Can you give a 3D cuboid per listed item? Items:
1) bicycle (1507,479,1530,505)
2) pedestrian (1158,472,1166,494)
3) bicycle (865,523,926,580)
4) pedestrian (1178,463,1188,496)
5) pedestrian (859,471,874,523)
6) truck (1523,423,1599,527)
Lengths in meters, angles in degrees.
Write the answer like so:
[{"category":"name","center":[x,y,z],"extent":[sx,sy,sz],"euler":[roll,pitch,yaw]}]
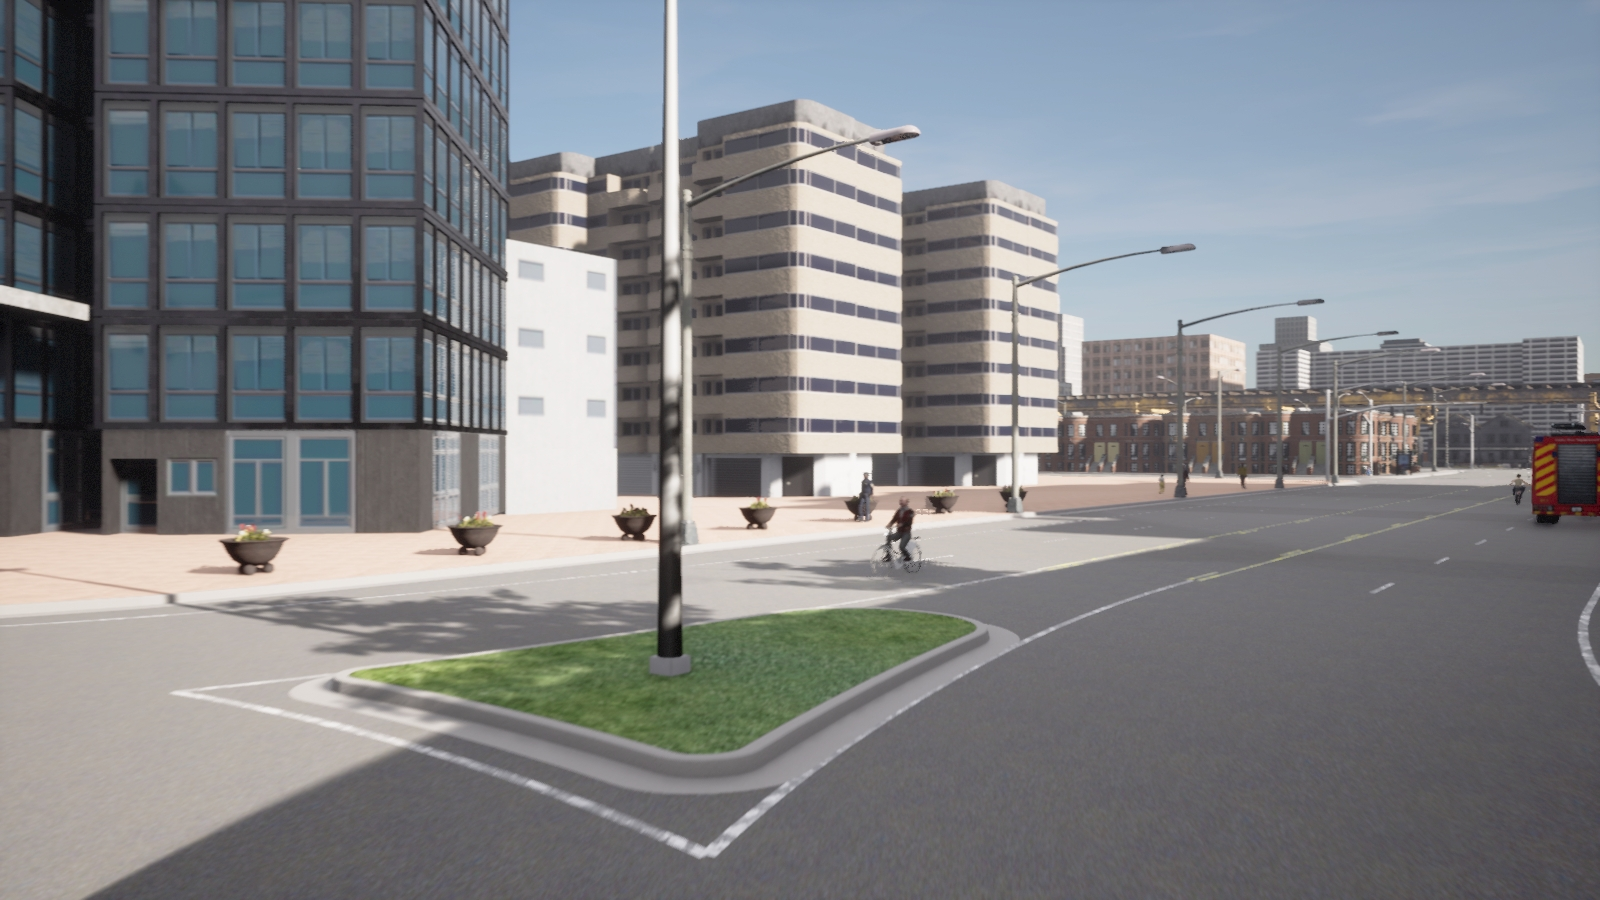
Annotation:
[{"category":"bicycle","center":[36.990,2.163,58.807],"extent":[0.859,1.301,1.487],"euler":[0,0,38]},{"category":"pedestrian","center":[21.765,1.999,68.744],"extent":[0.375,1.300,0.375],"euler":[0,0,29]},{"category":"bicycle","center":[2.127,2.234,25.259],"extent":[0.329,1.126,1.835],"euler":[-1,-1,41]},{"category":"pedestrian","center":[22.005,1.708,65.658],"extent":[0.375,1.860,0.375],"euler":[0,0,44]},{"category":"pedestrian","center":[2.406,1.696,41.348],"extent":[0.375,1.860,0.375],"euler":[0,0,37]},{"category":"truck","center":[31.216,0.905,45.937],"extent":[2.891,3.827,8.468],"euler":[0,0,37]}]
